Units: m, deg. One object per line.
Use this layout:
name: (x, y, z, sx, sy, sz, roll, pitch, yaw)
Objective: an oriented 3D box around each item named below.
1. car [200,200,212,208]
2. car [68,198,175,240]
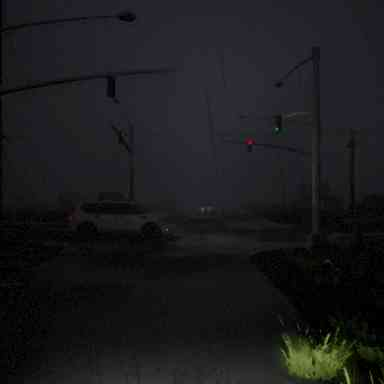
car: (2.518, 2.182, 60.365, 1.994, 1.385, 4.181, 0, -1, 3)
car: (-3.725, 1.480, 17.777, 5.566, 2.045, 2.150, 0, -1, 3)
